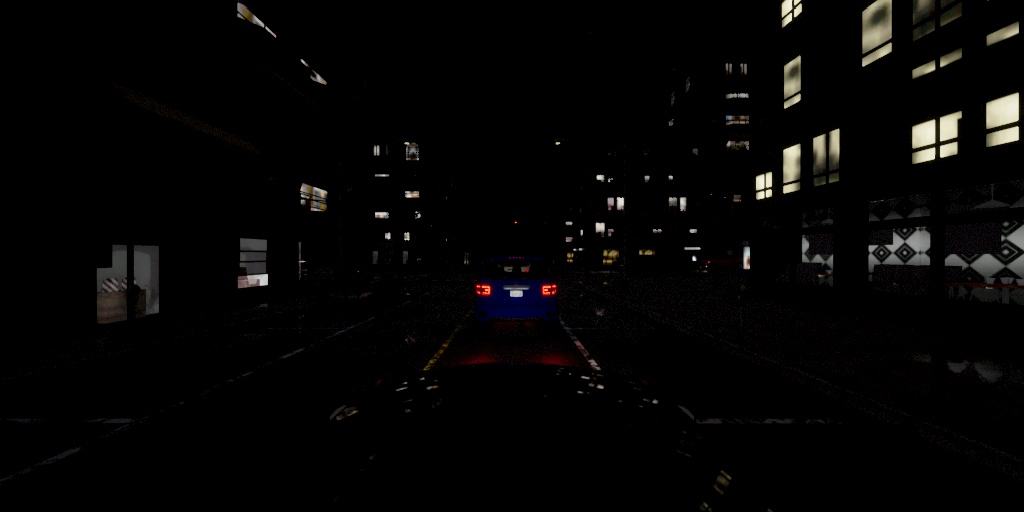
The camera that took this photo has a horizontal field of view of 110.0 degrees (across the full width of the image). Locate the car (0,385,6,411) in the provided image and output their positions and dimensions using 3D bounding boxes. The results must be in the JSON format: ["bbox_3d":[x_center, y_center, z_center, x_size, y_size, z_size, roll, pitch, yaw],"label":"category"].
[{"bbox_3d":[-5.690,1.300,1.512,2.007,1.370,4.403,0,0,0],"label":"car"}]

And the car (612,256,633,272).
[{"bbox_3d":[14.085,0.990,40.159,4.674,1.442,1.812,-1,0,0],"label":"car"}]

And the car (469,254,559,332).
[{"bbox_3d":[0.106,0.971,11.021,2.150,2.045,5.566,0,0,0],"label":"car"}]

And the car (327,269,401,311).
[{"bbox_3d":[-5.729,1.332,14.429,1.802,1.307,4.207,0,0,0],"label":"car"}]

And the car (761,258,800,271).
[{"bbox_3d":[25.831,0.822,34.479,4.313,1.339,1.948,0,0,0],"label":"car"}]

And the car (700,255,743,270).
[{"bbox_3d":[23.416,0.642,40.250,4.553,1.767,2.097,-1,0,-1],"label":"car"}]

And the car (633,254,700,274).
[{"bbox_3d":[14.738,0.778,34.392,5.009,1.841,2.192,0,0,0],"label":"car"}]
